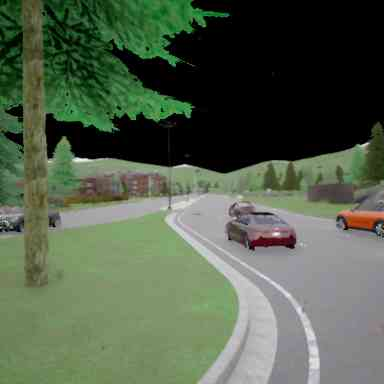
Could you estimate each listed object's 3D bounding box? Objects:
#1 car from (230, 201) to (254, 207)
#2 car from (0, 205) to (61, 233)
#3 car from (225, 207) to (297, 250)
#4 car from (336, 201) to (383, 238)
[{"bbox_3d":[4.454,1.539,29.275,1.812,1.442,4.674,-1,0,-3],"label":"car"},{"bbox_3d":[-10.937,1.675,22.160,2.097,1.767,4.553,-1,0,18],"label":"car"},{"bbox_3d":[2.818,1.560,14.405,1.994,1.385,4.181,-1,0,-9],"label":"car"},{"bbox_3d":[9.423,1.214,17.024,2.097,1.767,4.553,-1,0,-9],"label":"car"}]
